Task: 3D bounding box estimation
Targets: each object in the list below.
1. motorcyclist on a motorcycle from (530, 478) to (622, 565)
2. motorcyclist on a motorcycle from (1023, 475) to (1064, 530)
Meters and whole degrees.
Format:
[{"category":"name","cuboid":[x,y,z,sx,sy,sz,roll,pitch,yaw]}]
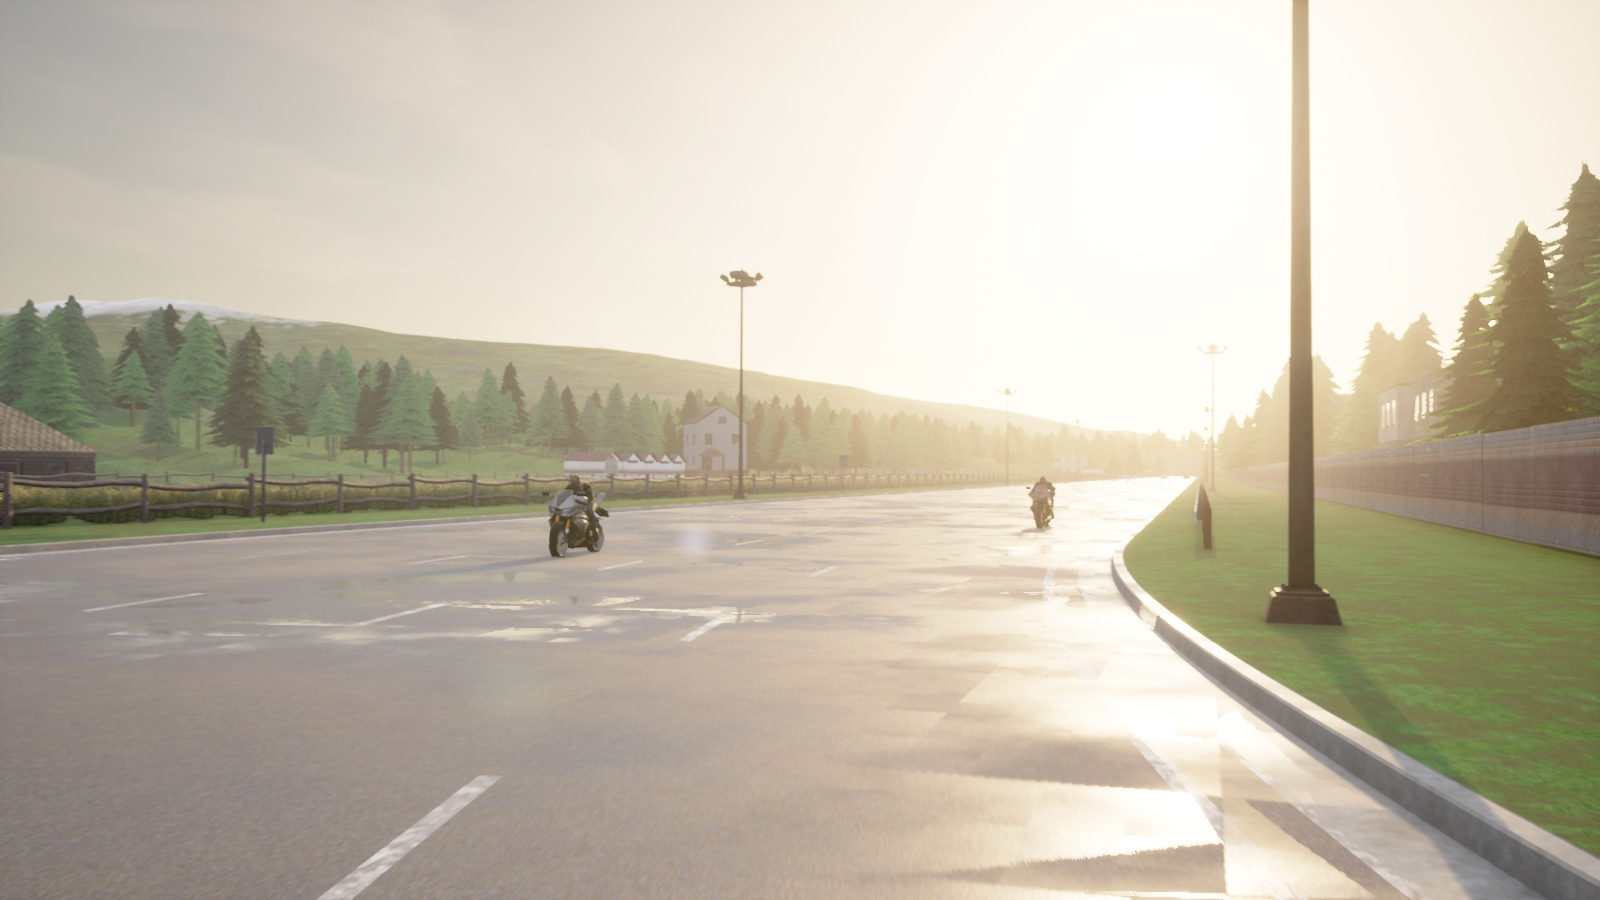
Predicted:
[{"category":"motorcyclist on a motorcycle","cuboid":[-4.137,1.286,23.390,0.866,1.530,2.191,0,-1,14]},{"category":"motorcyclist on a motorcycle","cuboid":[6.982,1.479,35.926,0.866,1.530,2.191,-1,-1,18]}]
